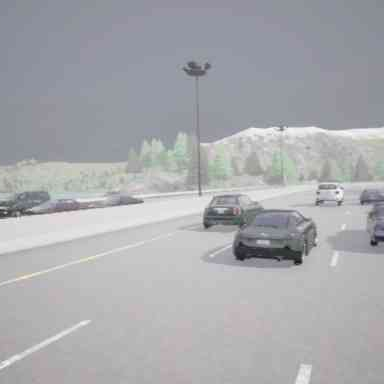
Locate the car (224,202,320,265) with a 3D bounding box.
[{"bbox_3d":[2.782,1.237,10.636,1.994,1.385,4.181,-1,1,26],"label":"car"}]

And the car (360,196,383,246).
[{"bbox_3d":[7.443,1.057,12.170,2.033,1.411,5.357,-1,1,26],"label":"car"}]

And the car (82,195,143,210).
[{"bbox_3d":[-5.704,1.040,25.532,1.882,1.535,5.008,-1,1,26],"label":"car"}]

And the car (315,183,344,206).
[{"bbox_3d":[12.917,0.140,31.218,2.150,2.045,5.566,-1,1,26],"label":"car"}]

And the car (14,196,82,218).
[{"bbox_3d":[-9.942,1.242,24.851,2.033,1.411,5.357,-1,1,26],"label":"car"}]

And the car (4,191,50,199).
[{"bbox_3d":[-15.252,0.947,29.916,2.150,2.045,5.566,-1,1,26],"label":"car"}]

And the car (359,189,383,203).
[{"bbox_3d":[16.605,0.392,30.771,1.994,1.385,4.181,-1,1,26],"label":"car"}]

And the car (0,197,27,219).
[{"bbox_3d":[-13.105,1.348,26.345,1.895,1.301,4.718,-1,1,26],"label":"car"}]

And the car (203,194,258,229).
[{"bbox_3d":[2.300,0.878,17.578,2.097,1.767,4.553,-1,1,26],"label":"car"}]
